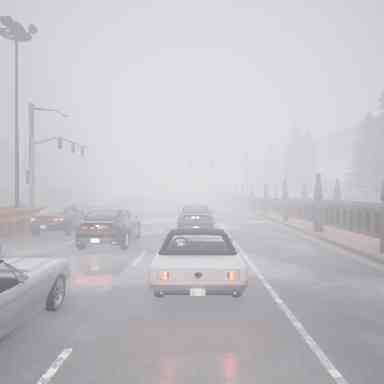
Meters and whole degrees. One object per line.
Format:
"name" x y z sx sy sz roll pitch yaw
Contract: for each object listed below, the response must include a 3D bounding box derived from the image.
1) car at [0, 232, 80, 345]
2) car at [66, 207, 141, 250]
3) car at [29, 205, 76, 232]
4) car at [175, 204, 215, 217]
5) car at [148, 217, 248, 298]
"car" -3.385 1.576 4.682 1.895 1.301 4.718 0 0 0
"car" -3.338 1.411 13.908 1.837 1.490 4.892 0 0 0
"car" -6.843 1.405 17.537 1.812 1.442 4.674 0 0 -1
"car" 0.186 1.384 17.631 1.837 1.490 4.892 0 0 0
"car" 0.131 1.549 8.371 1.895 1.301 4.718 0 0 0
